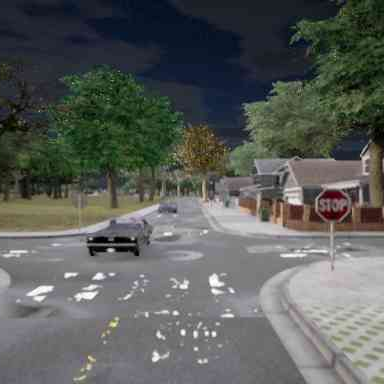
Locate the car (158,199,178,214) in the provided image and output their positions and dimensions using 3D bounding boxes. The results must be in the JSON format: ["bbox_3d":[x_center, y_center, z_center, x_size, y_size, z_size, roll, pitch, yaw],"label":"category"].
[{"bbox_3d":[-2.748,1.583,38.447,2.097,1.767,4.553,0,0,0],"label":"car"}]

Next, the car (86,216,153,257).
[{"bbox_3d":[-2.752,1.703,13.551,1.895,1.301,4.718,0,0,0],"label":"car"}]
